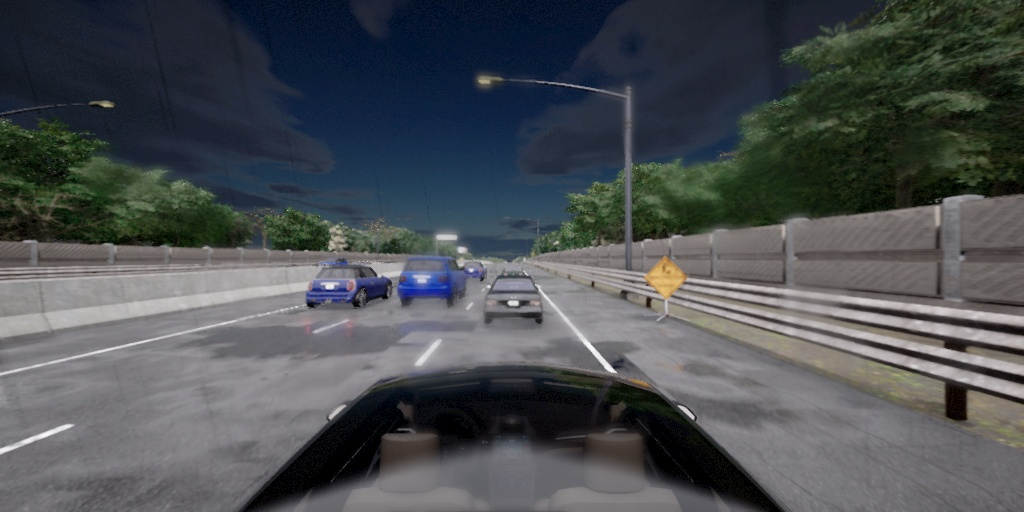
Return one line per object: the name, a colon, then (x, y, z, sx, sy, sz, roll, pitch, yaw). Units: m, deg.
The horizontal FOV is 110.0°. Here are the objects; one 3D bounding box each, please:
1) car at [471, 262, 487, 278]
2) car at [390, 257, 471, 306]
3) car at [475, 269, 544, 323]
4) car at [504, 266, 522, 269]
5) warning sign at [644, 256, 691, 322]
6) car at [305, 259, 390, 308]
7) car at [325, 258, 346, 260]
car: (-3.412, 1.278, 32.164, 2.097, 1.767, 4.553, 0, 0, 0)
car: (-3.413, 1.056, 16.306, 2.150, 2.045, 5.566, 0, 0, 0)
car: (0.066, 1.360, 12.388, 2.033, 1.411, 5.357, 0, 0, 0)
car: (0.082, 1.518, 30.621, 1.895, 1.301, 4.718, 0, 0, 0)
warning sign: (4.551, 0.918, 10.591, 1.300, 1.860, 1.060, 0, 0, 0)
car: (-6.920, 1.186, 15.764, 2.097, 1.767, 4.553, 0, 0, 0)
car: (-24.566, 1.243, 49.292, 2.150, 2.045, 5.566, 0, -1, 0)
